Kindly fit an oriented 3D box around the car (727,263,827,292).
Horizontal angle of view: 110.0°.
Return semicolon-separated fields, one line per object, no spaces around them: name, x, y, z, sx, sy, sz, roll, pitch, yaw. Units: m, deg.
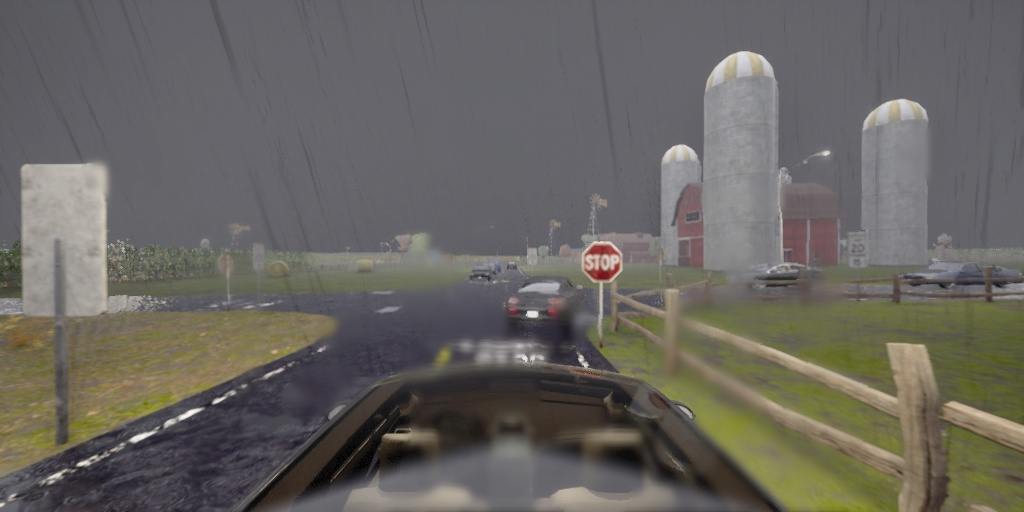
car;14.543;1.123;19.882;4.902;1.511;2.128;-1;0;-1

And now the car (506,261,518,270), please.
car;-0.023;1.723;63.828;1.882;1.535;5.008;0;-1;0

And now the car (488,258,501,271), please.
car;-2.846;1.394;55.413;2.150;2.045;5.566;0;0;0

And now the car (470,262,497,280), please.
car;-2.860;1.547;34.475;2.033;1.411;5.357;0;0;0

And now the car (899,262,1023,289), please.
car;24.835;1.032;19.956;5.357;1.411;2.033;-1;0;0

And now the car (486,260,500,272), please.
car;-2.849;1.588;44.772;1.837;1.490;4.892;0;0;1

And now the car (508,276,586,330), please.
car;1.208;1.346;11.455;1.812;1.442;4.674;0;0;17
